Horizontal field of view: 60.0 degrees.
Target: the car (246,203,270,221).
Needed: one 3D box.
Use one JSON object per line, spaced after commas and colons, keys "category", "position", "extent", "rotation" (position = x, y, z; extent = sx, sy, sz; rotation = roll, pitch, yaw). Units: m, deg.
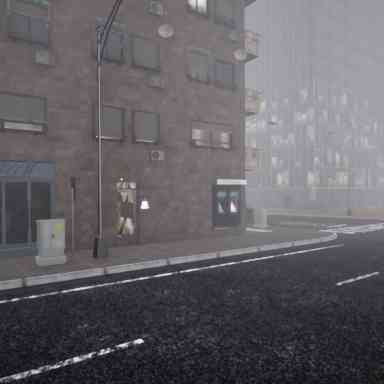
{"category": "car", "position": [5.031, 1.827, 31.034], "extent": [2.128, 1.511, 4.902], "rotation": [-1, -1, -36]}
